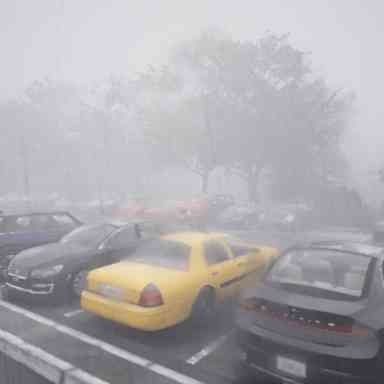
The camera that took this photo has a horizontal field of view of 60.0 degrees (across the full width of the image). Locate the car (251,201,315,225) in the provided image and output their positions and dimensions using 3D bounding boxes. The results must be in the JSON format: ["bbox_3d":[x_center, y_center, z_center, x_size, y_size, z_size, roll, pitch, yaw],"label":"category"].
[{"bbox_3d":[5.545,1.344,19.270,2.185,1.767,4.553,1,0,36],"label":"car"}]

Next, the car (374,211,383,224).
[{"bbox_3d":[10.031,1.544,15.972,2.163,1.488,4.792,1,0,36],"label":"car"}]

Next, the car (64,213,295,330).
[{"bbox_3d":[0.274,1.490,7.141,1.946,1.575,5.366,1,0,36],"label":"car"}]

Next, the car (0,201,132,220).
[{"bbox_3d":[-4.373,1.323,10.213,2.185,1.767,4.553,1,0,36],"label":"car"}]

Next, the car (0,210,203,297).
[{"bbox_3d":[-2.091,1.472,8.619,2.231,1.521,4.892,1,0,36],"label":"car"}]

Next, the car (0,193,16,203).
[{"bbox_3d":[-17.088,1.221,35.499,2.231,1.521,4.892,1,0,36],"label":"car"}]

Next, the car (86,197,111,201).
[{"bbox_3d":[-5.787,1.351,27.365,2.097,1.535,5.008,1,0,36],"label":"car"}]

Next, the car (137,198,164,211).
[{"bbox_3d":[-1.258,1.400,24.124,2.097,1.535,5.008,1,0,36],"label":"car"}]

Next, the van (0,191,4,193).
[{"bbox_3d":[-26.205,0.882,41.897,1.878,1.987,4.442,1,0,36],"label":"van"}]

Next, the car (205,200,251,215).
[{"bbox_3d":[3.267,1.449,20.875,2.231,1.521,4.892,1,0,36],"label":"car"}]

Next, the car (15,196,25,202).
[{"bbox_3d":[-14.815,1.276,33.893,2.163,1.488,4.792,1,0,36],"label":"car"}]

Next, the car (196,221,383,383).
[{"bbox_3d":[2.422,1.516,5.361,2.231,1.521,4.892,1,0,36],"label":"car"}]

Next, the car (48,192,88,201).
[{"bbox_3d":[-10.324,1.174,30.593,2.185,1.767,4.553,1,0,36],"label":"car"}]

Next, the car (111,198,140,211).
[{"bbox_3d":[-3.540,1.250,25.719,2.185,1.767,4.553,1,0,36],"label":"car"}]

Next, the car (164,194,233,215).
[{"bbox_3d":[0.988,1.172,22.470,2.435,2.045,5.566,1,0,36],"label":"car"}]

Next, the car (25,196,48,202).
[{"bbox_3d":[-12.582,1.023,32.219,2.435,2.045,5.566,1,0,36],"label":"car"}]

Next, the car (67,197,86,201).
[{"bbox_3d":[-8.044,1.365,28.997,2.002,1.452,4.674,1,0,36],"label":"car"}]

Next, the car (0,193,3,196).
[{"bbox_3d":[-19.350,1.192,37.123,2.097,1.535,5.008,1,0,36],"label":"car"}]
